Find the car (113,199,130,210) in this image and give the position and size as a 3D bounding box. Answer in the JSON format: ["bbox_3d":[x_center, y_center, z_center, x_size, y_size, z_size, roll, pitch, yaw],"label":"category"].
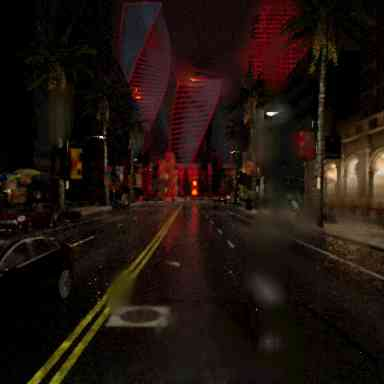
[{"bbox_3d":[-10.374,1.842,49.382,2.231,1.521,4.892,0,-1,-1],"label":"car"}]

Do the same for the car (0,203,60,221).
[{"bbox_3d":[-10.101,1.454,20.010,2.185,1.767,4.553,0,-1,-1],"label":"car"}]

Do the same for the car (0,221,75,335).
[{"bbox_3d":[-3.587,1.516,5.695,2.128,1.511,4.902,0,-1,0],"label":"car"}]
